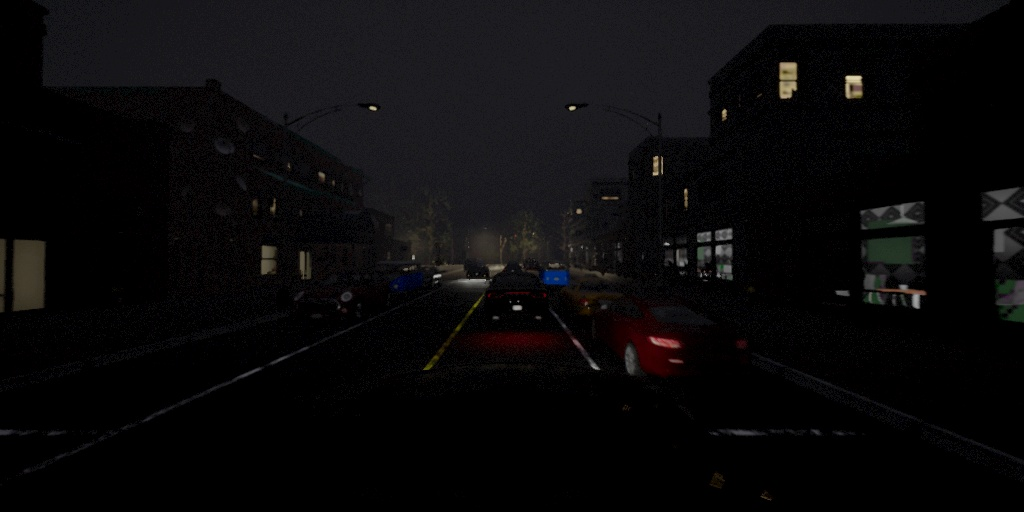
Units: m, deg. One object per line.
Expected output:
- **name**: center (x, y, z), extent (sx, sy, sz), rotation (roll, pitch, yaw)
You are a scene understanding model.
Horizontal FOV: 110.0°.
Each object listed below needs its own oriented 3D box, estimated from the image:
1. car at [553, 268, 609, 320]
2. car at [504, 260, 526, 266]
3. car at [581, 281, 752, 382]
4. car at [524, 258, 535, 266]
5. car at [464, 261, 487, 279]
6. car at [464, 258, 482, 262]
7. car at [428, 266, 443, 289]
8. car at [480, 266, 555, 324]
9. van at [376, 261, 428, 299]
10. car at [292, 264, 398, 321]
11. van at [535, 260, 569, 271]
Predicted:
- **car**: center (2.693, 1.304, 12.607), extent (1.751, 1.417, 4.829), rotation (0, 0, 0)
- **car**: center (0.105, 1.401, 35.860), extent (1.994, 1.385, 4.181), rotation (0, 0, 0)
- **car**: center (2.692, 1.346, 6.894), extent (1.802, 1.307, 4.207), rotation (0, 0, 0)
- **car**: center (2.697, 1.299, 45.696), extent (1.967, 1.591, 4.097), rotation (0, 0, 0)
- **car**: center (-3.059, 1.396, 33.284), extent (1.994, 1.385, 4.181), rotation (0, 0, 0)
- **car**: center (-5.683, 1.185, 51.228), extent (2.192, 1.841, 5.009), rotation (0, 0, 0)
- **car**: center (-5.687, 1.358, 23.512), extent (2.007, 1.370, 4.403), rotation (0, 0, 0)
- **car**: center (0.101, 1.256, 12.145), extent (1.882, 1.535, 5.008), rotation (0, 0, -1)
- **van**: center (-5.687, 1.134, 17.968), extent (1.690, 1.789, 3.998), rotation (0, 0, 0)
- **car**: center (-5.688, 1.219, 12.426), extent (1.967, 1.591, 4.097), rotation (0, 0, 0)
- **van**: center (2.694, 1.148, 23.524), extent (1.690, 1.789, 3.998), rotation (0, 0, 0)
